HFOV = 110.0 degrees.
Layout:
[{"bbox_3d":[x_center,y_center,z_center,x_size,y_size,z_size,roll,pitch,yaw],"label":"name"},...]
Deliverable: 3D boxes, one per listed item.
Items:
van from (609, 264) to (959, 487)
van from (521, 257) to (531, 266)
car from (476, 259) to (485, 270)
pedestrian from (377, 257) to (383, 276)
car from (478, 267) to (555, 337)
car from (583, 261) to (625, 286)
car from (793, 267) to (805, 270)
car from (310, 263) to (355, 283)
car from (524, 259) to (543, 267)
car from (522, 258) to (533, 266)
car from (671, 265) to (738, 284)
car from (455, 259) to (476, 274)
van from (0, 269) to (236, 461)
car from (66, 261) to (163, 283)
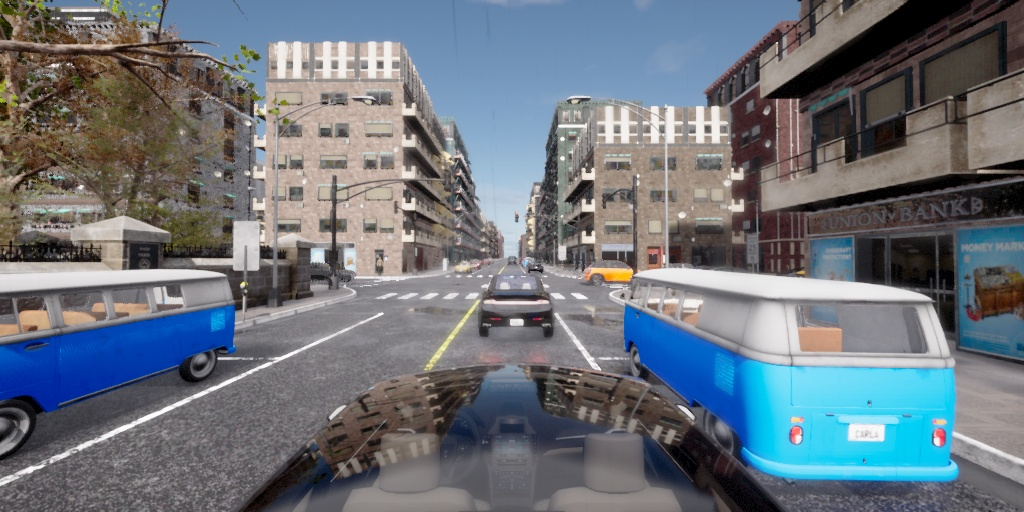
[{"bbox_3d":[2.661,1.092,4.549,1.690,1.789,3.998,0,0,0],"label":"van"},{"bbox_3d":[2.734,1.112,59.422,1.690,1.789,3.998,0,0,0],"label":"van"},{"bbox_3d":[-5.652,1.208,53.786,1.967,1.591,4.097,0,0,0],"label":"car"},{"bbox_3d":[-12.515,0.967,33.948,0.375,1.860,0.375,0,-1,1],"label":"pedestrian"},{"bbox_3d":[0.106,1.244,10.280,2.128,1.511,4.902,0,0,0],"label":"car"},{"bbox_3d":[7.330,1.136,24.944,4.553,1.767,2.097,0,-1,1],"label":"car"},{"bbox_3d":[25.030,1.414,27.934,5.008,1.535,1.882,0,-1,1],"label":"car"},{"bbox_3d":[-13.569,1.190,25.288,4.674,1.442,1.812,0,-1,0],"label":"car"},{"bbox_3d":[2.721,1.330,42.495,1.948,1.339,4.313,0,0,0],"label":"car"},{"bbox_3d":[2.725,1.317,48.138,2.007,1.370,4.403,0,0,0],"label":"car"},{"bbox_3d":[14.973,1.443,28.062,4.181,1.385,1.994,0,-1,1],"label":"car"},{"bbox_3d":[-5.659,1.289,42.331,1.751,1.417,4.829,0,0,0],"label":"car"},{"bbox_3d":[-5.654,1.091,4.556,1.690,1.789,3.998,0,0,0],"label":"van"},{"bbox_3d":[-28.039,1.090,25.404,4.892,1.490,1.837,0,-1,1],"label":"car"}]
